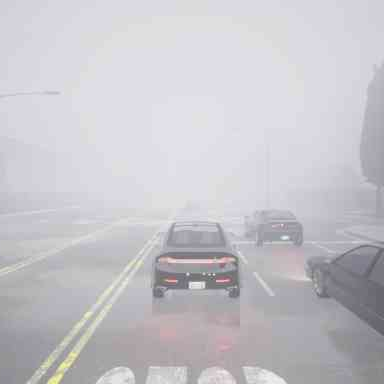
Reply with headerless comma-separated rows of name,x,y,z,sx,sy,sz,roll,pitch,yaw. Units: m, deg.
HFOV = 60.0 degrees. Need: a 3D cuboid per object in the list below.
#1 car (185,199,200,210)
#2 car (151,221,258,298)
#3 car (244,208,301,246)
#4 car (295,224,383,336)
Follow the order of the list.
car,0.029,1.601,43.630,1.895,1.301,4.718,0,0,0
car,0.087,1.492,8.500,2.128,1.511,4.902,0,0,0
car,3.576,1.505,15.199,1.837,1.490,4.892,0,0,0
car,3.592,1.547,5.452,2.033,1.411,5.357,0,0,0
